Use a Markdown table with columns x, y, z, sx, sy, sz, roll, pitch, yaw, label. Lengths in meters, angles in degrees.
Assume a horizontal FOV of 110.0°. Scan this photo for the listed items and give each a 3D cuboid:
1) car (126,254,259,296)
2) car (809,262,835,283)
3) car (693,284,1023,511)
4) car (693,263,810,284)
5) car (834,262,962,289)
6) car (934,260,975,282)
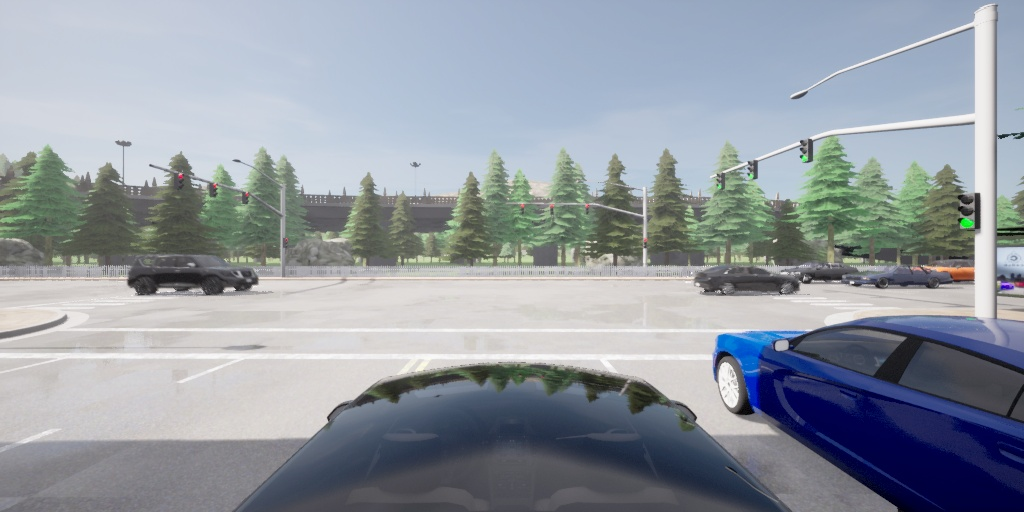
| x | y | z | sx | sy | sz | roll | pitch | yaw | label |
| --- | --- | --- | --- | --- | --- | --- | --- | --- | --- |
| -16.246 | 0.918 | 18.374 | 5.566 | 2.045 | 2.150 | 0 | 0 | 0 | car |
| 21.757 | 1.186 | 25.510 | 4.902 | 1.511 | 2.128 | 0 | 0 | 0 | car |
| 3.641 | 1.228 | 2.945 | 1.882 | 1.535 | 5.008 | 0 | 0 | 2 | car |
| 11.912 | 1.202 | 18.344 | 4.892 | 1.490 | 1.837 | 0 | 0 | 0 | car |
| 23.565 | 1.242 | 22.024 | 5.357 | 1.411 | 2.033 | 0 | 0 | 0 | car |
| 30.849 | 1.047 | 25.355 | 4.553 | 1.767 | 2.097 | 0 | 0 | 2 | car |
